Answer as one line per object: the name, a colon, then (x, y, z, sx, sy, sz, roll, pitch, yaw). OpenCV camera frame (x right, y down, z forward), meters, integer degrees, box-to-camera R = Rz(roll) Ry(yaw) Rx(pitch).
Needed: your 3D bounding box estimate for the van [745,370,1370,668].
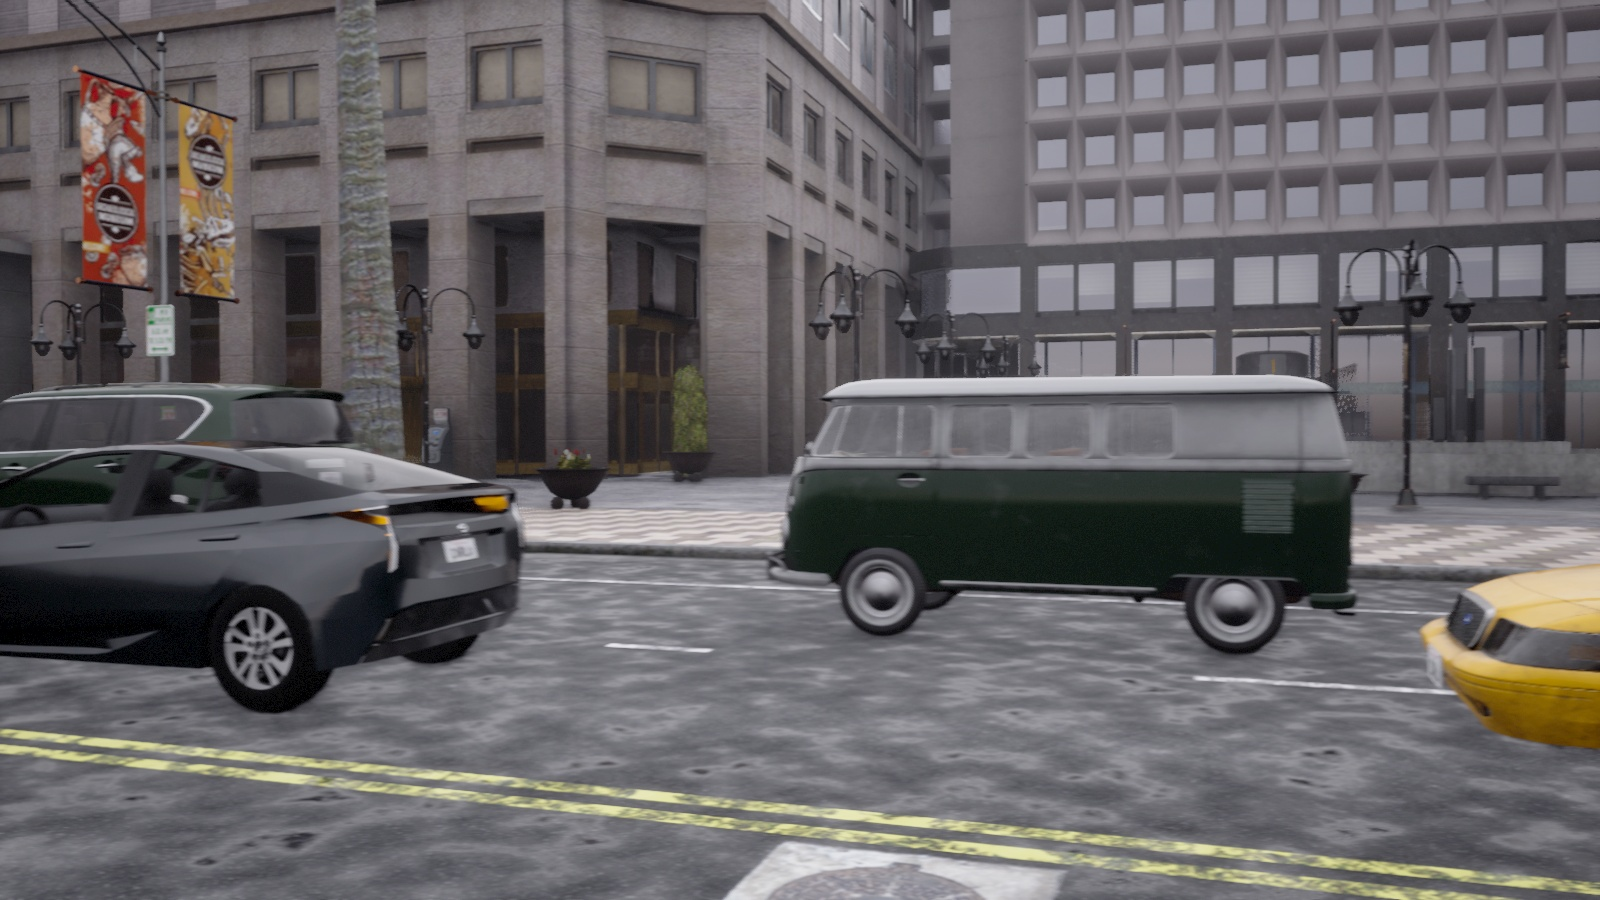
van: (1.961, 0.428, 9.915, 4.442, 1.987, 1.775, 1, 1, 19)

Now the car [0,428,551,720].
car: (-4.142, 0.625, 8.265, 4.514, 1.525, 2.007, 1, 1, 18)

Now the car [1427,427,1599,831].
car: (5.612, 0.706, 4.997, 5.366, 1.575, 1.801, 1, 1, 18)

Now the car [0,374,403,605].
car: (-7.121, 0.311, 12.947, 5.566, 2.045, 2.150, 1, 1, 18)
